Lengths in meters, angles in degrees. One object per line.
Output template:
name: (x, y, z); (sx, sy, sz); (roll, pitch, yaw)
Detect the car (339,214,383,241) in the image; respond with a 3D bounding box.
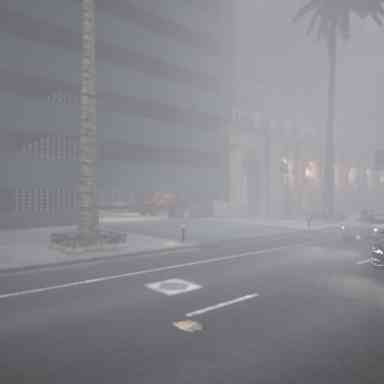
car: (9.290, 1.785, 16.695); (4.718, 1.301, 1.895); (1, -1, -41)

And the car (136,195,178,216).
car: (-2.947, 1.312, 34.155); (5.566, 2.045, 2.435); (1, -1, -41)

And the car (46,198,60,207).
car: (-22.836, 1.808, 56.749); (4.786, 1.482, 2.161); (1, -1, -41)

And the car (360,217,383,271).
car: (7.325, 1.626, 10.393); (4.892, 1.490, 1.837); (1, -1, -41)

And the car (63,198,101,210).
car: (-15.610, 1.810, 47.665); (4.718, 1.301, 1.895); (1, -1, -41)
